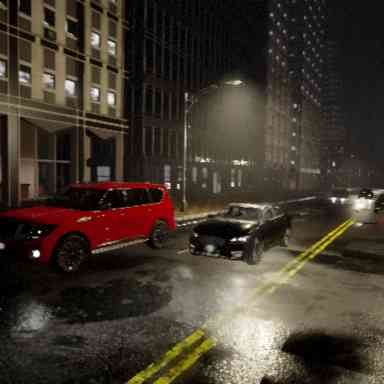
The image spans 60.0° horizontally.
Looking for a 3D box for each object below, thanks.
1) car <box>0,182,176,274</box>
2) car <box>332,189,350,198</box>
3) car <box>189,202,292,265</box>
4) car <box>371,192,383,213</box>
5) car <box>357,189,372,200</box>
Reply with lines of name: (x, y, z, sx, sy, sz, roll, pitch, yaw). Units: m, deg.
car: (-2.650, 0.747, 9.470, 2.150, 2.045, 5.566, 3, 3, 32)
car: (22.573, 0.205, 50.298, 1.994, 1.385, 4.181, 3, 3, 32)
car: (1.747, 1.108, 10.439, 2.128, 1.511, 4.902, 3, 3, 32)
car: (15.725, 0.888, 26.577, 1.837, 1.490, 4.892, 3, 3, 32)
car: (25.566, 0.321, 48.953, 1.837, 1.490, 4.892, 3, 3, 32)
